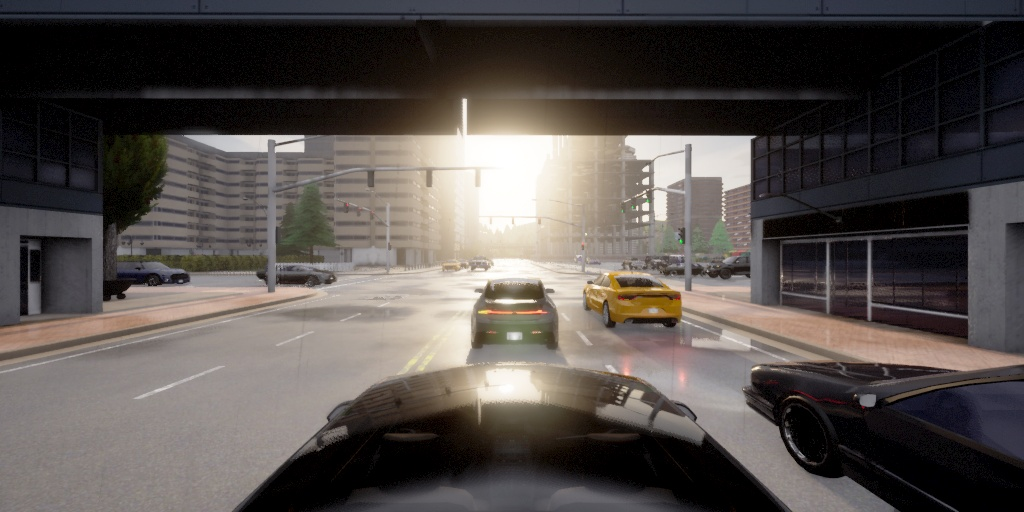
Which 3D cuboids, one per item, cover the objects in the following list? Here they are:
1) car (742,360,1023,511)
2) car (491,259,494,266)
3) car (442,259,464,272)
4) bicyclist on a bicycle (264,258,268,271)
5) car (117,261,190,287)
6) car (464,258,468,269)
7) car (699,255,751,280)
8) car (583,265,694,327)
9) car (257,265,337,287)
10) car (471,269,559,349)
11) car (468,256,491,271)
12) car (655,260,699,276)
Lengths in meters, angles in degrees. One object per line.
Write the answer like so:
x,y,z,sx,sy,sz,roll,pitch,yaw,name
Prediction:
3.600,1.297,1.687,2.033,1.411,5.357,0,0,0,car
-4.550,1.241,60.299,2.128,1.511,4.902,0,0,0,car
-7.990,1.228,47.676,1.882,1.535,5.008,0,0,0,car
-25.995,1.051,38.409,0.582,1.620,1.656,0,0,0,bicyclist on a bicycle
-24.354,1.102,23.932,4.553,1.767,2.097,0,0,0,car
-8.041,1.228,57.249,1.882,1.535,5.008,0,0,0,car
19.904,0.971,31.375,5.566,2.045,2.150,0,0,1,car
3.578,1.228,11.513,1.882,1.535,5.008,0,0,0,car
-14.080,1.314,24.009,4.181,1.385,1.994,0,0,-1,car
0.066,1.255,9.143,1.837,1.490,4.892,0,0,0,car
-4.506,0.971,50.558,2.150,2.045,5.566,0,0,0,car
16.892,1.351,34.914,4.718,1.301,1.895,0,0,0,car
